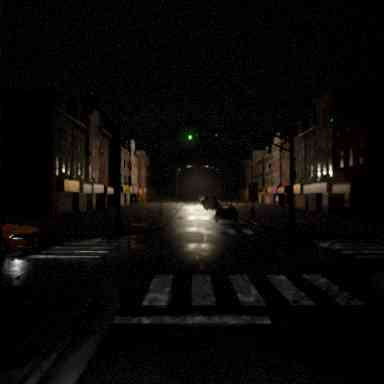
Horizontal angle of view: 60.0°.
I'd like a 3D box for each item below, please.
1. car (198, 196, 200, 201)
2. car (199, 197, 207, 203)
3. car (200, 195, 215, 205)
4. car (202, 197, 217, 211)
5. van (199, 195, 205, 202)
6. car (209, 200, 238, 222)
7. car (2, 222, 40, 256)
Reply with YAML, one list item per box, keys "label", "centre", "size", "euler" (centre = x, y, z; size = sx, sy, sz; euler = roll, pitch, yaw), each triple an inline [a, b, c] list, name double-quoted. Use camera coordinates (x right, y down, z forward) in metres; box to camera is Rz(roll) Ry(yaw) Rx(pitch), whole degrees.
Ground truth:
- label: "car"
  centre: [2.687, 1.859, 65.137]
  size: [1.802, 1.307, 4.206]
  euler: [0, 0, 0]
- label: "car"
  centre: [2.697, 1.943, 81.450]
  size: [1.947, 1.339, 4.313]
  euler: [0, 0, 0]
- label: "car"
  centre: [2.679, 1.503, 48.826]
  size: [2.192, 1.841, 5.009]
  euler: [1, 0, 0]
- label: "car"
  centre: [2.673, 1.707, 43.388]
  size: [1.887, 1.381, 4.507]
  euler: [1, 0, 0]
- label: "van"
  centre: [2.706, 1.791, 92.326]
  size: [1.690, 1.788, 3.998]
  euler: [0, 0, 0]
- label: "car"
  centre: [2.663, 1.635, 27.076]
  size: [1.887, 1.381, 4.507]
  euler: [1, 0, 0]
- label: "car"
  centre: [-8.313, 1.503, 12.336]
  size: [5.008, 1.535, 1.882]
  euler: [0, -1, 0]
